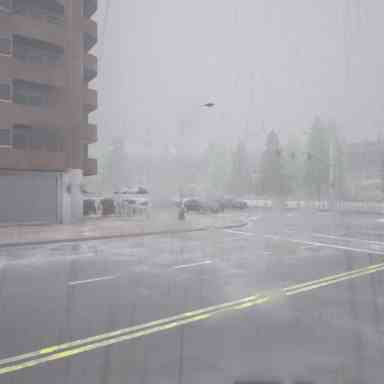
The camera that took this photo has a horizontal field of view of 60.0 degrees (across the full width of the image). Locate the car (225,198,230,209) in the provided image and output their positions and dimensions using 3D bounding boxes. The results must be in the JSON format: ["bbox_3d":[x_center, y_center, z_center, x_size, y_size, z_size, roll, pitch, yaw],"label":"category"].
[{"bbox_3d":[1.891,1.545,38.881,1.895,1.301,4.718,0,0,-36],"label":"car"}]

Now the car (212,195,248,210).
[{"bbox_3d":[4.627,1.491,41.483,2.033,1.411,5.357,0,0,-35],"label":"car"}]

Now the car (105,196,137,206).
[{"bbox_3d":[-11.356,1.436,53.171,4.902,1.511,2.128,0,0,29],"label":"car"}]

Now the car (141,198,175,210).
[{"bbox_3d":[-4.532,1.545,41.815,1.895,1.301,4.718,0,0,-37],"label":"car"}]

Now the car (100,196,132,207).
[{"bbox_3d":[-11.482,1.436,49.090,4.902,1.511,2.128,0,0,34],"label":"car"}]

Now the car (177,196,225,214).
[{"bbox_3d":[0.847,1.449,34.289,1.837,1.490,4.892,0,0,-35],"label":"car"}]

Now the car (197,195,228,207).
[{"bbox_3d":[3.021,1.296,49.499,2.097,1.767,4.553,0,0,-39],"label":"car"}]

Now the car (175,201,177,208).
[{"bbox_3d":[-3.618,1.545,46.229,1.895,1.301,4.718,0,0,-40],"label":"car"}]
